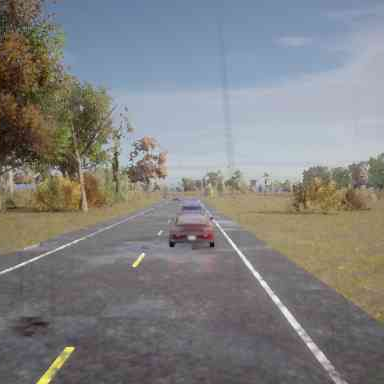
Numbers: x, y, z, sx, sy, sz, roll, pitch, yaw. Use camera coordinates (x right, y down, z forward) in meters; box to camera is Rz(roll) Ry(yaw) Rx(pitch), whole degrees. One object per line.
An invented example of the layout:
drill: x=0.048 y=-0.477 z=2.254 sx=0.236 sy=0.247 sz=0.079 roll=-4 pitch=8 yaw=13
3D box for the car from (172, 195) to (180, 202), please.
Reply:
car: x=-3.500 y=1.403 z=75.929 sx=1.837 sy=1.490 sz=4.892 roll=0 pitch=0 yaw=0

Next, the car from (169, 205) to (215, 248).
car: x=0.000 y=1.526 z=14.651 sx=1.812 sy=1.442 sz=4.674 roll=0 pitch=0 yaw=0

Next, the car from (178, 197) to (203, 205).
car: x=0.000 y=1.470 z=29.652 sx=1.882 sy=1.535 sz=5.008 roll=0 pitch=0 yaw=0
